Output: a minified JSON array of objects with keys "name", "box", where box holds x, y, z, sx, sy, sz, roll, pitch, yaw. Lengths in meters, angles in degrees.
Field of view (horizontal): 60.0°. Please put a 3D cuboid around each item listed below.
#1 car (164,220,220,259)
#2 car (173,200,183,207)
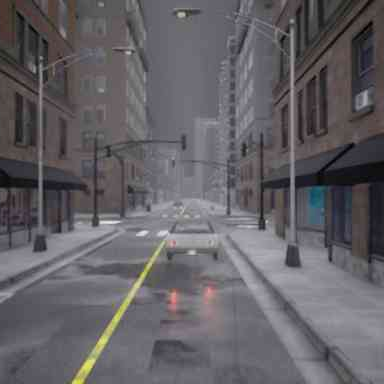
[{"name":"car","box":[0.028,1.742,13.227,1.895,1.301,4.718,0,-1,1]},{"name":"car","box":[-2.722,2.298,66.682,2.033,1.411,5.357,0,-1,0]}]
